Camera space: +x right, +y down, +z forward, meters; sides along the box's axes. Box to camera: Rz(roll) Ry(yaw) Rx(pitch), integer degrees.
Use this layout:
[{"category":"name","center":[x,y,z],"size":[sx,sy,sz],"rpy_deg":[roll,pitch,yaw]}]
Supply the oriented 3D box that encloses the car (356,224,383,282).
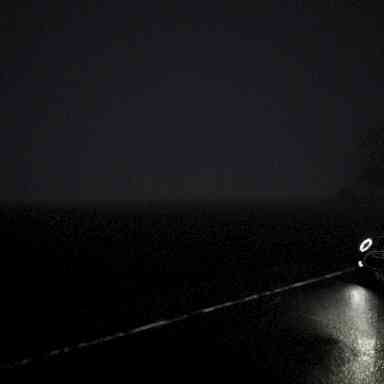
[{"category":"car","center":[6.172,1.252,8.469],"size":[4.553,1.767,2.097],"rpy_deg":[-1,0,-36]}]
